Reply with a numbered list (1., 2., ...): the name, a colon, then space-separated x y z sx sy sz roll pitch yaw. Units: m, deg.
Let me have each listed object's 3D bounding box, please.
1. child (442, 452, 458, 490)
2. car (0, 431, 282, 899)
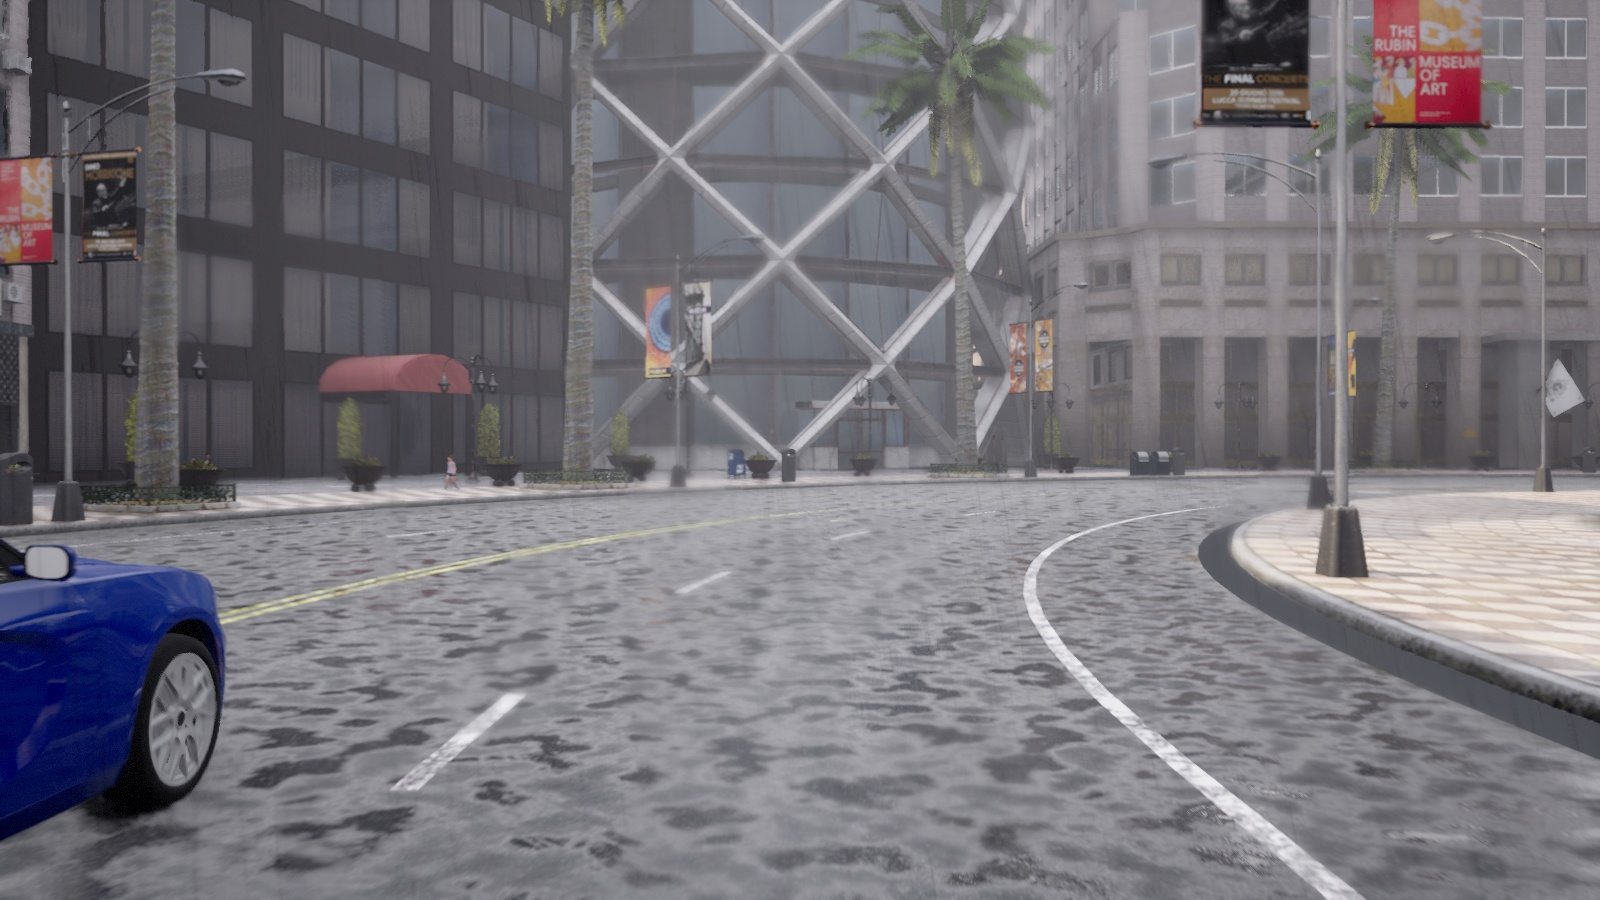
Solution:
1. child: -10.518 0.626 37.755 0.255 1.110 0.394 0 0 24
2. car: -3.504 0.707 3.667 1.882 1.535 5.008 0 0 0
